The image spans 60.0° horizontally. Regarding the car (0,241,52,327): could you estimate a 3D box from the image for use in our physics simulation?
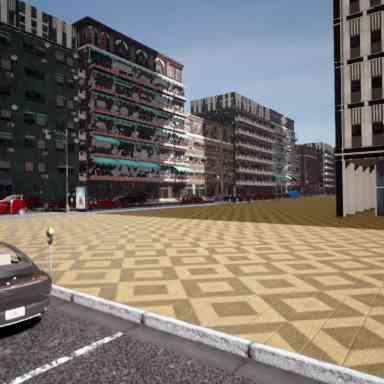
[{"bbox_3d":[-4.372,1.553,6.184,4.403,1.369,2.008,0,-1,36],"label":"car"}]

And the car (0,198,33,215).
[{"bbox_3d":[-16.083,1.412,27.955,1.802,1.307,4.206,-1,0,36],"label":"car"}]

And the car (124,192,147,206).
[{"bbox_3d":[-8.936,0.984,47.628,2.150,2.045,5.566,-1,0,36],"label":"car"}]

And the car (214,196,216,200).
[{"bbox_3d":[6.411,1.028,73.111,1.967,1.590,4.097,-1,0,36],"label":"car"}]

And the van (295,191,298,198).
[{"bbox_3d":[26.193,0.654,86.058,1.690,1.788,3.998,-1,0,36],"label":"van"}]

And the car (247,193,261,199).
[{"bbox_3d":[16.169,1.039,86.520,1.947,1.339,4.313,-1,0,36],"label":"car"}]

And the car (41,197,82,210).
[{"bbox_3d":[-16.354,1.414,41.826,1.887,1.381,4.507,-1,0,36],"label":"car"}]

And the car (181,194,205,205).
[{"bbox_3d":[0.176,1.061,50.302,1.967,1.590,4.097,-1,0,36],"label":"car"}]

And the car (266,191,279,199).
[{"bbox_3d":[16.436,0.740,72.649,2.192,1.841,5.009,-1,0,36],"label":"car"}]

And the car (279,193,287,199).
[{"bbox_3d":[19.691,0.937,77.119,2.008,1.369,4.403,-1,0,36],"label":"car"}]

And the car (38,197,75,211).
[{"bbox_3d":[-15.082,1.367,39.183,1.812,1.442,4.674,-1,0,36],"label":"car"}]

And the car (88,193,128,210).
[{"bbox_3d":[-9.580,1.185,36.894,1.967,1.590,4.097,-1,0,36],"label":"car"}]

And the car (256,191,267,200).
[{"bbox_3d":[13.187,1.045,68.180,1.802,1.307,4.206,-1,0,36],"label":"car"}]

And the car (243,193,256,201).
[{"bbox_3d":[9.934,1.047,63.711,1.887,1.381,4.507,-1,0,36],"label":"car"}]

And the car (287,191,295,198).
[{"bbox_3d":[22.944,0.931,81.589,1.802,1.307,4.206,-1,0,36],"label":"car"}]

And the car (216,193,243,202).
[{"bbox_3d":[6.682,1.092,59.241,2.008,1.369,4.403,-1,0,36],"label":"car"}]

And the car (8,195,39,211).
[{"bbox_3d":[-19.608,1.227,37.356,2.192,1.841,5.009,-1,0,36],"label":"car"}]
